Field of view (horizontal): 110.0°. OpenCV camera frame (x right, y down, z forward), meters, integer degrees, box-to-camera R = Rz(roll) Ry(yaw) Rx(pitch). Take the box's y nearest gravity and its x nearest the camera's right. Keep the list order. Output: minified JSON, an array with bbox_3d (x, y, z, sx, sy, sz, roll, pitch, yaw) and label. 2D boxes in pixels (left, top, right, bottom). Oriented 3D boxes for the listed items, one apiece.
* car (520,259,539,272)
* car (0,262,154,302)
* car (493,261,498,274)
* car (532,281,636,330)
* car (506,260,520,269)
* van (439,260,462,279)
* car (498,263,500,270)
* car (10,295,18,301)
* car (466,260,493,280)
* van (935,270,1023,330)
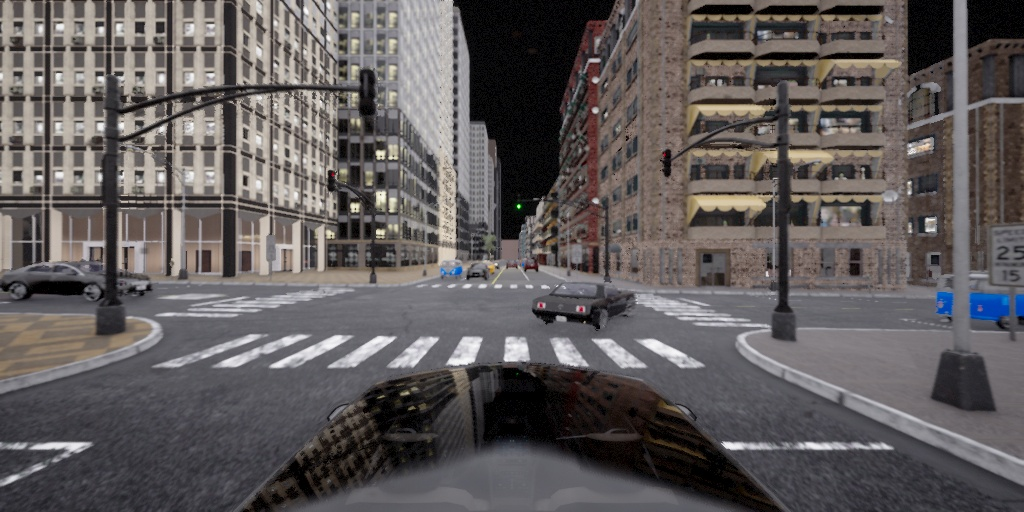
[{"bbox_3d":[2.689,1.310,50.477,2.192,1.841,5.009,0,0,0],"label":"car"},{"bbox_3d":[-17.665,0.994,14.718,4.902,1.511,2.128,1,0,0],"label":"car"},{"bbox_3d":[-3.082,1.434,43.155,1.882,1.535,5.008,0,0,0],"label":"car"},{"bbox_3d":[2.601,1.484,11.805,1.895,1.301,4.718,1,0,33],"label":"car"},{"bbox_3d":[0.000,1.415,63.258,2.097,1.767,4.553,0,0,0],"label":"car"},{"bbox_3d":[-5.691,1.249,33.823,1.690,1.789,3.998,0,0,0],"label":"van"},{"bbox_3d":[-3.018,1.599,61.106,2.033,1.411,5.357,0,0,0],"label":"car"},{"bbox_3d":[-5.691,1.188,1.349,1.967,1.591,4.097,0,0,0],"label":"car"},{"bbox_3d":[-3.086,1.410,33.176,1.837,1.490,4.892,0,0,0],"label":"car"},{"bbox_3d":[16.912,1.502,12.064,3.998,1.789,1.690,0,0,0],"label":"van"}]
